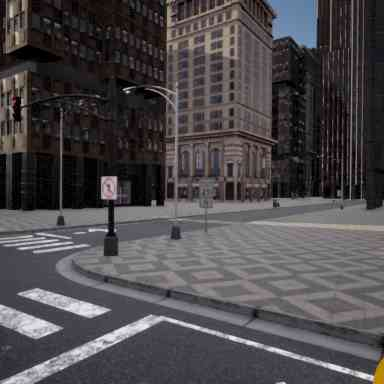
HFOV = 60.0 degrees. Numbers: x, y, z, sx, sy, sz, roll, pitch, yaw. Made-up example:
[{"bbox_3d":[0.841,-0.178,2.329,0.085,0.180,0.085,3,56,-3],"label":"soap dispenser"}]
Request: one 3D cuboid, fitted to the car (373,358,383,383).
[{"bbox_3d":[3.469,1.478,1.219,5.008,1.535,1.882,0,0,35],"label":"car"}]
